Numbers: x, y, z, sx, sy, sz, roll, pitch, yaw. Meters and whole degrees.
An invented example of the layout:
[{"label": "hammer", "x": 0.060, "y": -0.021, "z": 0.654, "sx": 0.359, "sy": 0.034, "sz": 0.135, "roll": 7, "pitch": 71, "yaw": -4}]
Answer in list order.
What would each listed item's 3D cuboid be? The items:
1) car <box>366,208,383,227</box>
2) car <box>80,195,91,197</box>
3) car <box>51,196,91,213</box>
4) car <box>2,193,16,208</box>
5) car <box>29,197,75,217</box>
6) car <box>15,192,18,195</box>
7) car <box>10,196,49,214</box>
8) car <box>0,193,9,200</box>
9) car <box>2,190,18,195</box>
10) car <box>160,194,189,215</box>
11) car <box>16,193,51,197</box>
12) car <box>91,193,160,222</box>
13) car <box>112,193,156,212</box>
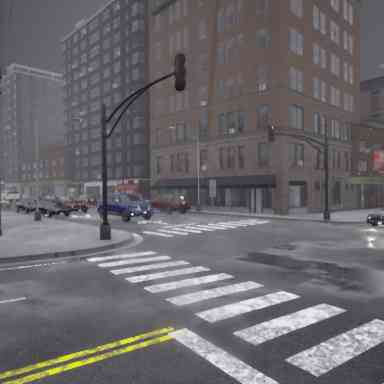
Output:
[{"label": "car", "x": 13.184, "y": 1.509, "z": 21.055, "sx": 5.357, "sy": 1.411, "sz": 2.033, "roll": 2, "pitch": -1, "yaw": -35}, {"label": "car", "x": -13.878, "y": 1.083, "z": 43.059, "sx": 1.967, "sy": 1.590, "sz": 4.097, "roll": 0, "pitch": 1, "yaw": -44}, {"label": "car", "x": -12.061, "y": 1.394, "z": 32.872, "sx": 1.895, "sy": 1.301, "sz": 4.718, "roll": -1, "pitch": 1, "yaw": -44}, {"label": "car", "x": -23.709, "y": 1.248, "z": 40.963, "sx": 1.752, "sy": 1.417, "sz": 4.829, "roll": 0, "pitch": 1, "yaw": -44}, {"label": "car", "x": -12.344, "y": 1.418, "z": 29.211, "sx": 1.947, "sy": 1.339, "sz": 4.313, "roll": 0, "pitch": 1, "yaw": -44}, {"label": "car", "x": -29.192, "y": 1.044, "z": 58.897, "sx": 1.802, "sy": 1.307, "sz": 4.206, "roll": 0, "pitch": 1, "yaw": -44}, {"label": "car", "x": -16.173, "y": 1.375, "z": 33.170, "sx": 1.947, "sy": 1.339, "sz": 4.313, "roll": 0, "pitch": 1, "yaw": -44}, {"label": "car", "x": -40.677, "y": 0.886, "z": 70.775, "sx": 1.947, "sy": 1.339, "sz": 4.313, "roll": 0, "pitch": 1, "yaw": -44}, {"label": "car", "x": -31.866, "y": 0.711, "z": 57.953, "sx": 2.150, "sy": 2.045, "sz": 5.566, "roll": -1, "pitch": 1, "yaw": -44}, {"label": "car", "x": -2.392, "y": 1.086, "z": 31.179, "sx": 2.192, "sy": 1.841, "sz": 5.009, "roll": 0, "pitch": 1, "yaw": -44}, {"label": "car", "x": -19.330, "y": 1.216, "z": 40.410, "sx": 1.837, "sy": 1.490, "sz": 4.892, "roll": -1, "pitch": 1, "yaw": -44}, {"label": "car", "x": -5.298, "y": 1.089, "z": 25.872, "sx": 2.150, "sy": 2.045, "sz": 5.566, "roll": -1, "pitch": 1, "yaw": -44}, {"label": "car", "x": -6.220, "y": 1.044, "z": 35.139, "sx": 2.192, "sy": 1.841, "sz": 5.009, "roll": 0, "pitch": 1, "yaw": -44}]
